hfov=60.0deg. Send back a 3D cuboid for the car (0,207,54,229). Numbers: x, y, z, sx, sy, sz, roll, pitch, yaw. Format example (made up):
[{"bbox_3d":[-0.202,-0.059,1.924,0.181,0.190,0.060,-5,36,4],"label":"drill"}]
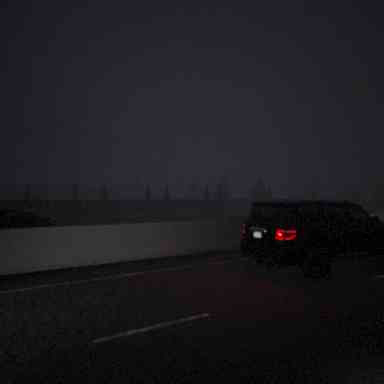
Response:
[{"bbox_3d":[-8.800,1.424,14.695,5.008,1.535,1.882,0,0,-34],"label":"car"}]

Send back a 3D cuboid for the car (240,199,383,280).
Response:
[{"bbox_3d":[4.069,1.248,10.180,5.566,2.045,2.150,0,0,-30],"label":"car"}]
